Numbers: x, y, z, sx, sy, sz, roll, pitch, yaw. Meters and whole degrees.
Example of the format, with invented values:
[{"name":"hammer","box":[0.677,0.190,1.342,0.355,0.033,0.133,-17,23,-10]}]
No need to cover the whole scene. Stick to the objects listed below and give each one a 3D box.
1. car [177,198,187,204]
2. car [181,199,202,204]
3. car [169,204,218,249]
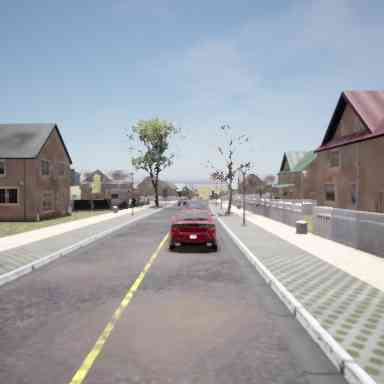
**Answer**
[{"name":"car","box":[-1.576,1.777,59.707,1.837,1.490,4.892,0,0,2]},{"name":"car","box":[0.293,1.623,29.629,1.994,1.385,4.181,0,0,1]},{"name":"car","box":[0.074,1.495,14.635,1.882,1.535,5.008,0,0,1]}]
